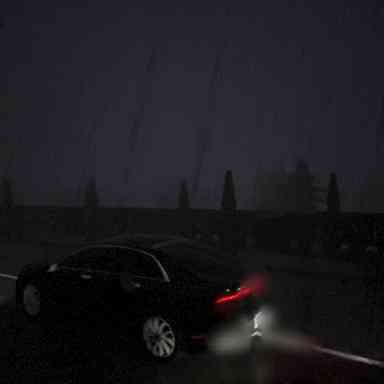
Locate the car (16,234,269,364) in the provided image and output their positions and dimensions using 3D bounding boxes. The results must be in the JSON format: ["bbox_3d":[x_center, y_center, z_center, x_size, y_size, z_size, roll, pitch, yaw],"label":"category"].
[{"bbox_3d":[-1.130,1.517,5.861,4.892,1.490,1.837,0,0,33],"label":"car"}]
